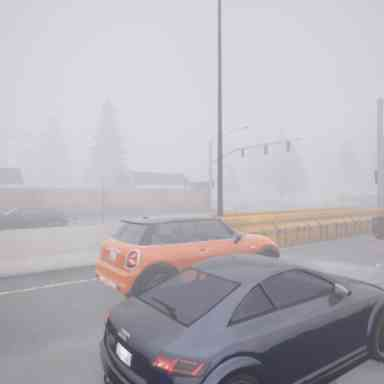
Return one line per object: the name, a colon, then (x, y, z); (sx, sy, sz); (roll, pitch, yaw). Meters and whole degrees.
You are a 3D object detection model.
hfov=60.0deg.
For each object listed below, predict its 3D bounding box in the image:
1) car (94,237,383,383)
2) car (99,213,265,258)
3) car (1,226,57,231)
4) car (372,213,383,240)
car: (0.962, 1.548, 4.424); (4.181, 1.385, 1.994); (0, 0, -35)
car: (0.099, 1.330, 8.106); (4.553, 1.767, 2.097); (0, 0, -35)
car: (-9.481, 1.511, 18.698); (4.674, 1.442, 1.812); (0, 0, -36)
car: (10.244, 1.397, 15.358); (5.008, 1.535, 1.882); (0, 0, -36)
